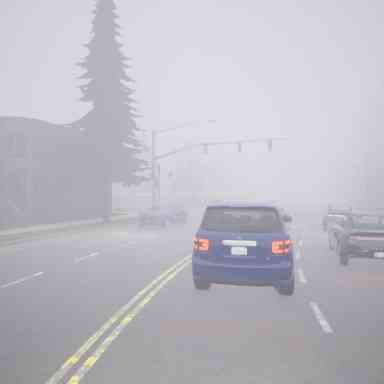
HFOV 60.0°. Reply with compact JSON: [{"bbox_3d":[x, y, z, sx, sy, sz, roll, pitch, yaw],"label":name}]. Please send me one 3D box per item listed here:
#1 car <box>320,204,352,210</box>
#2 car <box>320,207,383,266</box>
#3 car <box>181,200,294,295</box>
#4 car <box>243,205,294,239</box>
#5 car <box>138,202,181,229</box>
[{"bbox_3d":[8.863,1.491,20.112,2.128,1.511,4.902,0,0,20],"label":"car"},{"bbox_3d":[5.800,1.491,11.303,2.128,1.511,4.902,0,0,17],"label":"car"},{"bbox_3d":[1.489,1.221,8.990,2.150,2.045,5.566,0,0,13],"label":"car"},{"bbox_3d":[4.473,1.547,18.726,2.033,1.411,5.357,0,0,21],"label":"car"},{"bbox_3d":[-1.772,1.481,22.092,1.882,1.535,5.008,0,0,21],"label":"car"}]
